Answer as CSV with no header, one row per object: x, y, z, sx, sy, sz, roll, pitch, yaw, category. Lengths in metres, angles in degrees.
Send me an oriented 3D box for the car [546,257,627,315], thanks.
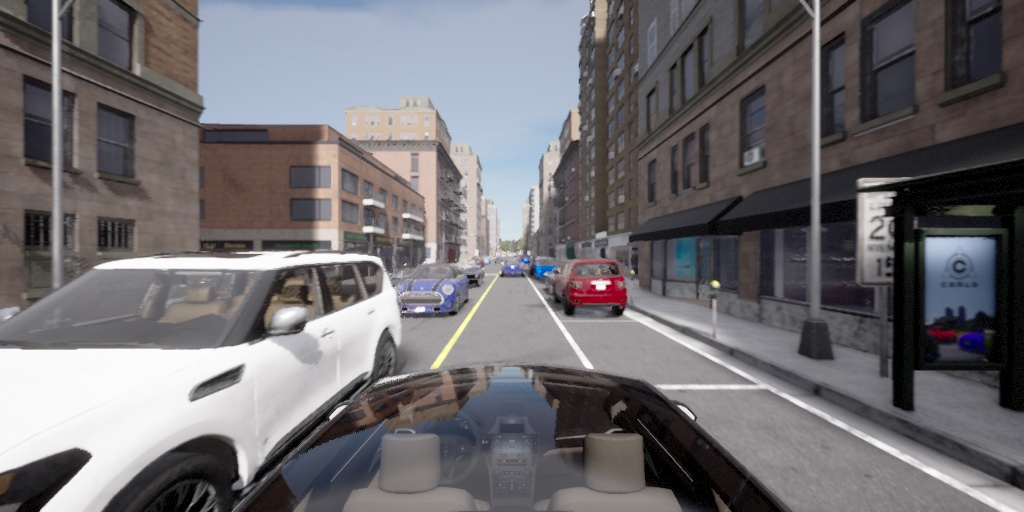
2.710,1.024,13.320,2.192,1.841,5.009,0,0,0,car

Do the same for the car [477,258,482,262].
-5.382,1.145,45.759,2.007,1.370,4.403,0,0,0,car

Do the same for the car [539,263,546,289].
2.706,1.241,18.726,2.007,1.370,4.403,0,0,0,car

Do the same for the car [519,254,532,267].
2.290,0.761,62.891,2.150,2.045,5.566,0,0,0,car

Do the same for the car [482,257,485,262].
-5.379,1.141,51.165,1.948,1.339,4.313,0,0,0,car

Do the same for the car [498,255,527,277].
0.067,0.989,33.833,2.097,1.767,4.553,0,0,0,car

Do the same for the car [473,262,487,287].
-2.830,1.274,23.556,1.895,1.301,4.718,0,0,0,car

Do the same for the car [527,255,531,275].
2.697,0.947,34.945,2.192,1.841,5.009,0,0,0,car

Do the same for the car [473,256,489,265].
-5.376,0.870,56.571,2.192,1.841,5.009,0,0,0,car

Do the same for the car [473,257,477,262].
-5.386,1.139,40.183,1.751,1.417,4.829,0,0,0,car

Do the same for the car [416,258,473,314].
-2.844,1.061,13.377,2.097,1.767,4.553,0,0,0,car

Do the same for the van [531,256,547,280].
2.700,0.993,29.539,1.690,1.789,3.998,0,0,0,van

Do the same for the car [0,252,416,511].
-2.848,0.965,3.635,2.150,2.045,5.566,0,0,0,car
